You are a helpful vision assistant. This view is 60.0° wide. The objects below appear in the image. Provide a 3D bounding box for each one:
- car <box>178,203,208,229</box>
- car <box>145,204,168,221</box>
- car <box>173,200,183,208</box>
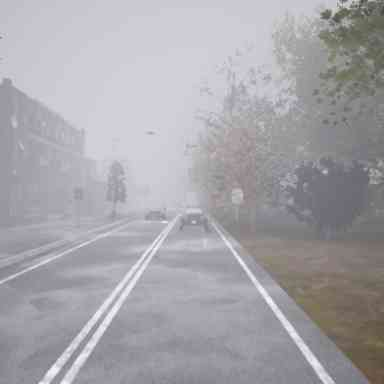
[{"bbox_3d":[0.134,1.736,23.137,1.812,1.442,4.674,0,-1,0],"label":"car"},{"bbox_3d":[-3.287,1.868,31.369,1.812,1.442,4.674,0,-1,0],"label":"car"},{"bbox_3d":[-3.008,2.623,72.101,1.837,1.490,4.892,0,-1,0],"label":"car"}]
